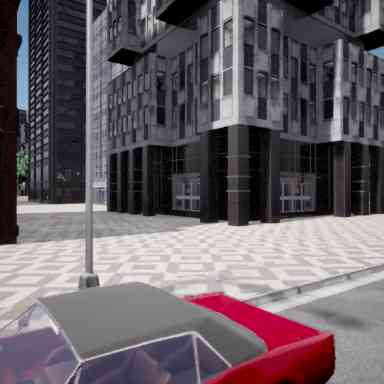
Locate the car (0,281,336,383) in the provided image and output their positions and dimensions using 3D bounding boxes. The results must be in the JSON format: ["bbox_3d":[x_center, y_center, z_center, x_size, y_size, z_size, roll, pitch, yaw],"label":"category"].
[{"bbox_3d":[-0.970,1.601,2.686,4.718,1.301,1.895,0,0,-35],"label":"car"}]
